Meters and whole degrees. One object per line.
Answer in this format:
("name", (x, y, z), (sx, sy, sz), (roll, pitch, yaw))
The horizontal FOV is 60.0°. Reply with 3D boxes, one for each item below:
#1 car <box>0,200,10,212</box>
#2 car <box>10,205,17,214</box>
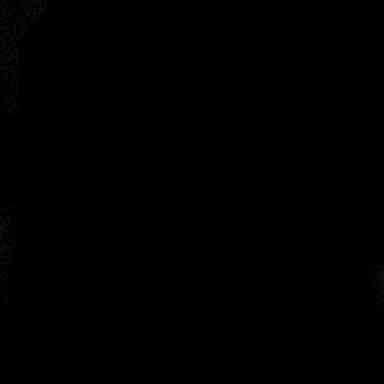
("car", (-19.347, 1.181, 29.145), (2.192, 1.841, 5.009), (0, -1, 36))
("car", (-16.203, 1.524, 33.533), (1.802, 1.307, 4.206), (0, -1, 36))
